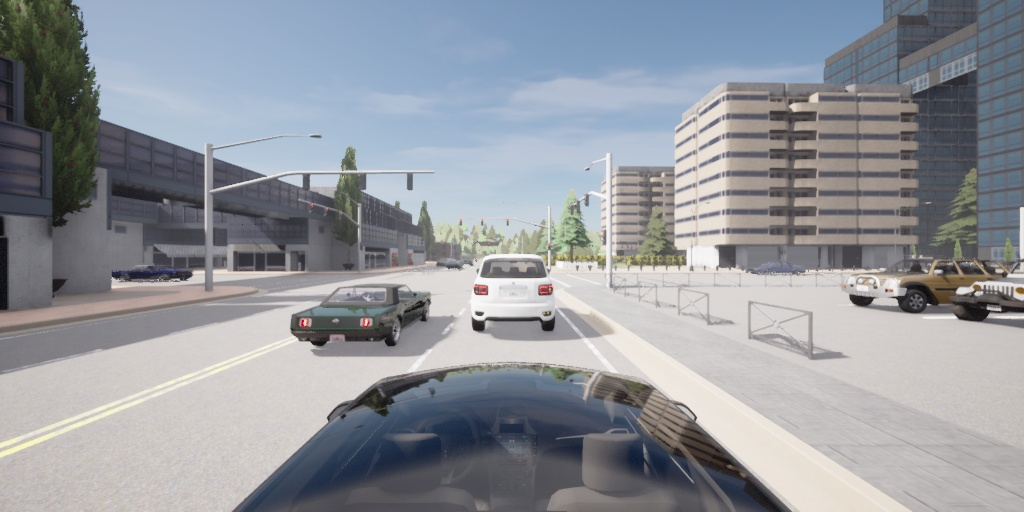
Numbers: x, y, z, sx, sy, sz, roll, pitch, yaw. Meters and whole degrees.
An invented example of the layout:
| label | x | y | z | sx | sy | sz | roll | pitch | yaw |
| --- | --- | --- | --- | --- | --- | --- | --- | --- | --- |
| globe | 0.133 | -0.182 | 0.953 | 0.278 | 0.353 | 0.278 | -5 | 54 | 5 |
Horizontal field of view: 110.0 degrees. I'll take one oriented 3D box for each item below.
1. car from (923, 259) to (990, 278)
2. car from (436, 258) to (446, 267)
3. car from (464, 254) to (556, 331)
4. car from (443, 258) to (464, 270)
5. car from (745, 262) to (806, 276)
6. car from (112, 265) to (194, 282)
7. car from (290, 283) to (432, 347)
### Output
| label | x | y | z | sx | sy | sz | roll | pitch | yaw |
| --- | --- | --- | --- | --- | --- | --- | --- | --- | --- |
| car | 46.780 | 1.320 | 37.776 | 4.181 | 1.385 | 1.994 | 0 | 0 | -2 |
| car | -11.995 | 1.084 | 63.149 | 2.097 | 1.767 | 4.553 | 0 | 0 | -1 |
| car | 0.038 | 0.969 | 11.081 | 2.150 | 2.045 | 5.566 | 0 | 0 | 0 |
| car | -8.308 | 1.337 | 52.083 | 1.895 | 1.301 | 4.718 | 0 | 0 | -1 |
| car | 27.366 | 1.287 | 37.322 | 5.357 | 1.411 | 2.033 | 0 | 0 | -2 |
| car | -27.820 | 1.343 | 27.916 | 4.718 | 1.301 | 1.895 | 0 | 0 | -1 |
| car | -3.465 | 1.349 | 9.344 | 1.895 | 1.301 | 4.718 | 0 | 0 | 0 |
